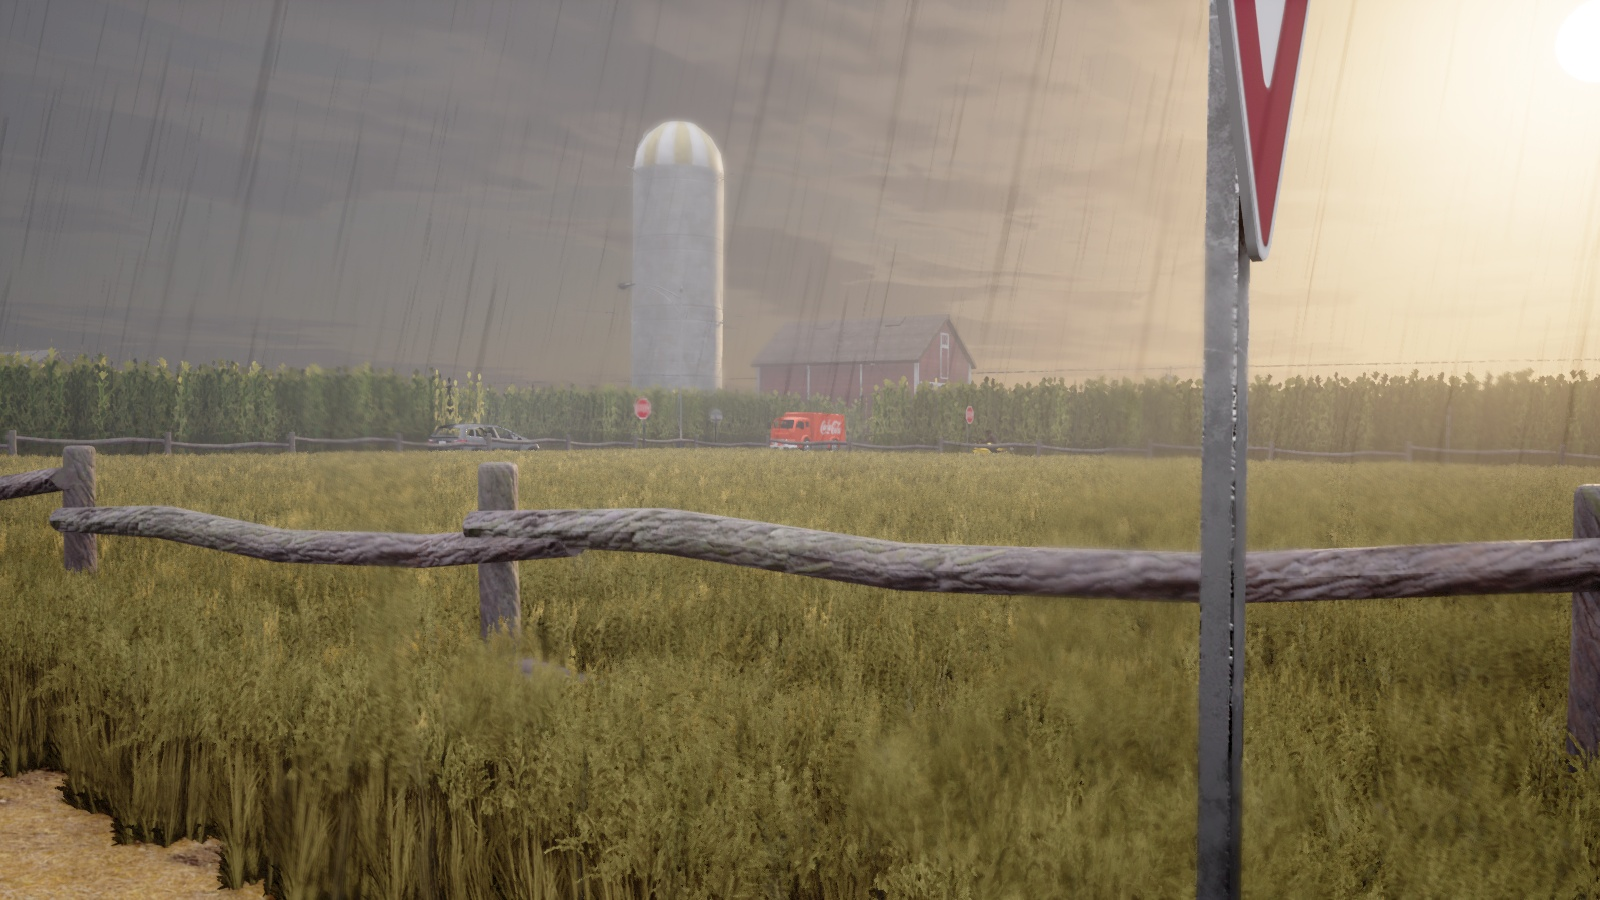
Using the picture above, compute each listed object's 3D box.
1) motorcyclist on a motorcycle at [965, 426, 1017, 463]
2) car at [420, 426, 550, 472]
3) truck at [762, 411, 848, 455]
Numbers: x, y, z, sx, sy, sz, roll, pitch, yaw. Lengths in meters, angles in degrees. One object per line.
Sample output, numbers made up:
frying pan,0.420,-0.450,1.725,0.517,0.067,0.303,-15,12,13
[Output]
motorcyclist on a motorcycle,8.071,-0.240,53.095,2.044,1.523,0.797,1,1,34
car,-12.292,-0.059,49.266,2.242,1.667,4.611,0,1,34
truck,0.345,-0.960,73.735,2.627,2.467,5.204,0,0,34
